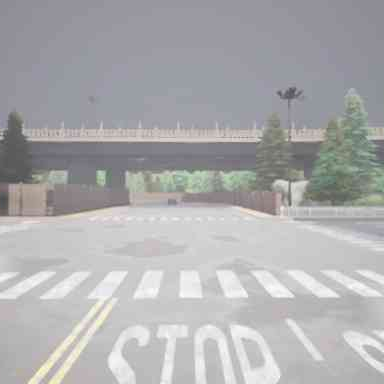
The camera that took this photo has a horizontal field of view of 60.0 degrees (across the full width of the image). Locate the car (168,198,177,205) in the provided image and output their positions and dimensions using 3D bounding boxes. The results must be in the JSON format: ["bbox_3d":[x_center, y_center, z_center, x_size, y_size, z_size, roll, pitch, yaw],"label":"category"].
[{"bbox_3d":[-4.165,1.970,71.086,2.128,1.511,4.902,0,0,-7],"label":"car"}]
